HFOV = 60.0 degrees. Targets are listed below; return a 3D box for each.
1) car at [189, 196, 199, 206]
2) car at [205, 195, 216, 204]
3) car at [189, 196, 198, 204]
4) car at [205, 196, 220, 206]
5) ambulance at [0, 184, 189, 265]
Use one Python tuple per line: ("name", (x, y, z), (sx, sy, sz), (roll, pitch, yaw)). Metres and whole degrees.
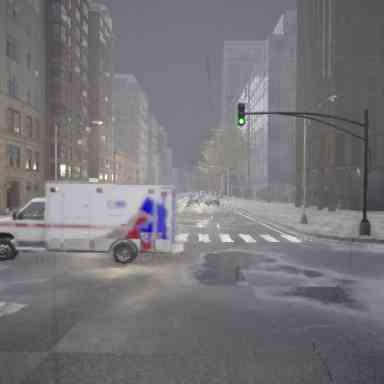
("car", (0.246, 1.462, 53.897), (2.128, 1.511, 4.902), (0, 0, 0))
("car", (3.543, 1.458, 64.305), (1.882, 1.535, 5.008), (0, 0, 0))
("car", (0.292, 1.464, 64.319), (1.837, 1.490, 4.892), (0, 0, 0))
("car", (3.498, 1.517, 54.300), (1.812, 1.442, 4.674), (0, 0, 0))
("ambulance", (-3.404, 0.971, 11.157), (6.366, 2.431, 2.351), (1, 0, 0))
